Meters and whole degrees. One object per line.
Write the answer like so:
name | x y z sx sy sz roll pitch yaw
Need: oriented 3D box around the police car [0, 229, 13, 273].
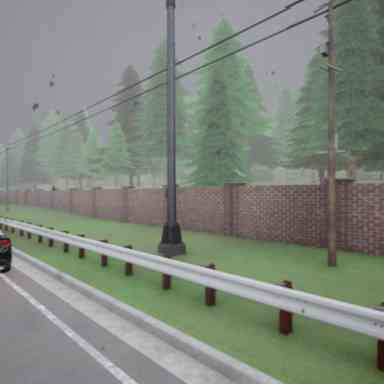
police car | -6.940 1.472 10.070 1.930 1.638 5.238 0 0 -41
